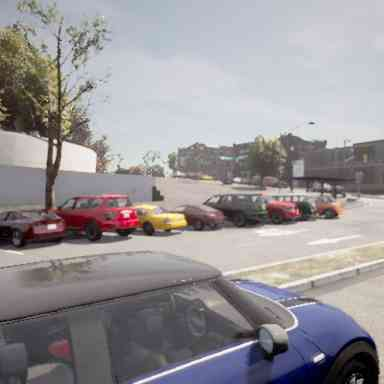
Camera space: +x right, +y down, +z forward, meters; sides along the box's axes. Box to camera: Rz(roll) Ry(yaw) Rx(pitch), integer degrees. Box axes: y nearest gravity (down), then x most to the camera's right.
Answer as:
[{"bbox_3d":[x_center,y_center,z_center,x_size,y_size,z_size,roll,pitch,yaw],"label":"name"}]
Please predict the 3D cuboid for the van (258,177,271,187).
[{"bbox_3d":[15.743,-1.984,67.645,1.878,1.987,4.442,7,4,35],"label":"van"}]

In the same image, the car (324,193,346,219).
[{"bbox_3d":[9.626,1.181,26.935,4.553,1.767,2.185,-1,0,35],"label":"car"}]

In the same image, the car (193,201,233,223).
[{"bbox_3d":[-0.245,1.440,20.032,4.674,1.452,2.002,-1,0,35],"label":"car"}]

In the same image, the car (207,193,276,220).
[{"bbox_3d":[2.176,1.126,21.793,5.566,2.045,2.435,-1,0,35],"label":"car"}]

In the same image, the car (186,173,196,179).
[{"bbox_3d":[1.850,-4.196,87.357,2.435,2.045,5.566,7,4,34],"label":"car"}]

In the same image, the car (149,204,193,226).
[{"bbox_3d":[-2.849,1.423,18.398,5.366,1.575,1.946,-1,0,34],"label":"car"}]

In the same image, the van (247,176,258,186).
[{"bbox_3d":[14.007,-2.258,70.111,1.878,1.987,4.442,7,4,35],"label":"van"}]

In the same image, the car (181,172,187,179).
[{"bbox_3d":[0.049,-4.347,89.818,2.185,1.767,4.553,6,3,34],"label":"car"}]

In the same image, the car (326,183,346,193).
[{"bbox_3d":[24.444,-0.356,55.453,2.002,1.452,4.674,6,4,35],"label":"car"}]

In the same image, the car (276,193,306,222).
[{"bbox_3d":[4.685,1.102,23.503,5.566,2.045,2.435,-1,-1,35],"label":"car"}]

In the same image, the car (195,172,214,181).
[{"bbox_3d":[3.710,-3.675,85.105,1.946,1.575,5.366,6,3,34],"label":"car"}]

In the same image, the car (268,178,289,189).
[{"bbox_3d":[17.512,-1.486,65.289,2.231,1.521,4.892,6,3,35],"label":"car"}]

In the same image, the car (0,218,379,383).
[{"bbox_3d":[-0.349,1.340,2.885,4.553,1.767,2.097,-1,0,-36],"label":"car"}]

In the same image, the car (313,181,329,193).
[{"bbox_3d":[22.743,-0.919,57.918,2.435,2.045,5.566,6,4,35],"label":"car"}]

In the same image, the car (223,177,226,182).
[{"bbox_3d":[8.838,-2.813,77.610,2.002,1.452,4.674,6,4,35],"label":"car"}]

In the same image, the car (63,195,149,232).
[{"bbox_3d":[-5.166,1.196,16.564,5.566,2.045,2.435,-1,0,34],"label":"car"}]

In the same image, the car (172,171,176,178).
[{"bbox_3d":[-3.467,-4.859,94.625,2.435,2.045,5.566,1,-1,34],"label":"car"}]

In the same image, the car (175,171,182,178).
[{"bbox_3d":[-1.688,-4.582,92.283,2.185,1.767,4.553,4,1,33],"label":"car"}]

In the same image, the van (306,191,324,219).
[{"bbox_3d":[7.220,1.103,25.179,4.442,1.987,1.878,-1,-1,35],"label":"van"}]

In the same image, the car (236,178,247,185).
[{"bbox_3d":[12.426,-2.309,72.838,1.946,1.575,5.366,6,4,35],"label":"car"}]

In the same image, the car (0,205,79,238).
[{"bbox_3d":[-7.605,1.500,14.815,4.792,1.488,2.163,-1,0,34],"label":"car"}]

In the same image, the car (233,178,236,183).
[{"bbox_3d":[10.588,-2.539,75.154,2.002,1.452,4.674,7,4,35],"label":"car"}]
